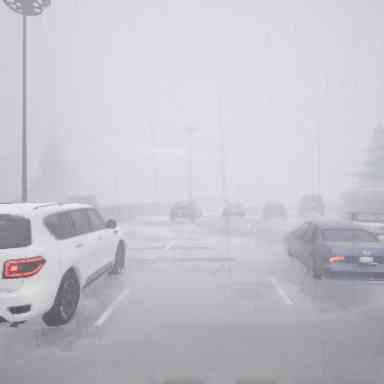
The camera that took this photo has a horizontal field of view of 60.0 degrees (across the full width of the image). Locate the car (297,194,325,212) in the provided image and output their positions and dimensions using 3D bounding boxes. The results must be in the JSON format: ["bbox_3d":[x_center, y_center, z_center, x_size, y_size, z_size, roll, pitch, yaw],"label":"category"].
[{"bbox_3d":[11.614,1.253,32.645,2.150,2.045,5.566,0,0,15],"label":"car"}]

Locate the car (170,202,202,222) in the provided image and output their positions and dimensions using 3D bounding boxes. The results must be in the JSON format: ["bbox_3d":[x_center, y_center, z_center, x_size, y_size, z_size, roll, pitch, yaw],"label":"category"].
[{"bbox_3d":[-0.434,1.519,27.103,2.128,1.511,4.902,0,0,11],"label":"car"}]

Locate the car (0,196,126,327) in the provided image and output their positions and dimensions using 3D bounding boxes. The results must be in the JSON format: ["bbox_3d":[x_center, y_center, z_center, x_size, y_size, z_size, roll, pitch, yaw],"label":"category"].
[{"bbox_3d":[-3.067,1.231,7.244,2.150,2.045,5.566,0,0,3],"label":"car"}]

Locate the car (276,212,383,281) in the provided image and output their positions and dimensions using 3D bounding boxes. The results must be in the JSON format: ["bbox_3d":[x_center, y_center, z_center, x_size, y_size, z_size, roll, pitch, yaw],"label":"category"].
[{"bbox_3d":[4.085,1.556,9.886,2.033,1.411,5.357,0,0,5],"label":"car"}]

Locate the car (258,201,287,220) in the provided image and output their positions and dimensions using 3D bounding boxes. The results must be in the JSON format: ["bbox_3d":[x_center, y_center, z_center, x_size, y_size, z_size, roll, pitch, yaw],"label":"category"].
[{"bbox_3d":[6.917,1.518,28.009,2.128,1.511,4.902,0,0,12],"label":"car"}]

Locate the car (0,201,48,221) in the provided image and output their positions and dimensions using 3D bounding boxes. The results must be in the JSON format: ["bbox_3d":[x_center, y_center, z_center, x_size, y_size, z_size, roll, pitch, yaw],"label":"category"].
[{"bbox_3d":[-14.645,1.537,28.401,1.837,1.490,4.892,0,0,12],"label":"car"}]

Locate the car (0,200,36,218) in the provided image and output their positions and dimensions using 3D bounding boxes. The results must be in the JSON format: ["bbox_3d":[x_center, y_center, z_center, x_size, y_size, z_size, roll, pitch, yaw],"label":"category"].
[{"bbox_3d":[-17.480,1.541,31.964,1.837,1.490,4.892,0,0,12],"label":"car"}]

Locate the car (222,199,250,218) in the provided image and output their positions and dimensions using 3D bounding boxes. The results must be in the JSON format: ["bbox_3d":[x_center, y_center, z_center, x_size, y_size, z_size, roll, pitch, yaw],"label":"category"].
[{"bbox_3d":[4.037,1.595,31.031,1.994,1.385,4.181,0,0,14],"label":"car"}]

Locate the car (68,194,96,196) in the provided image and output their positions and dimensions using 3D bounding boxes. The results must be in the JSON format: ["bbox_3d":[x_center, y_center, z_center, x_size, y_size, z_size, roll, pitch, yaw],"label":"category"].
[{"bbox_3d":[-10.638,1.255,30.660,2.150,2.045,5.566,0,0,12],"label":"car"}]

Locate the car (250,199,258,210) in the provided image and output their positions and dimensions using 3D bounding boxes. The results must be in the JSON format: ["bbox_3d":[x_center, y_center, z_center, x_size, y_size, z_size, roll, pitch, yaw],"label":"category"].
[{"bbox_3d":[7.456,1.567,42.918,1.812,1.442,4.674,0,0,18],"label":"car"}]

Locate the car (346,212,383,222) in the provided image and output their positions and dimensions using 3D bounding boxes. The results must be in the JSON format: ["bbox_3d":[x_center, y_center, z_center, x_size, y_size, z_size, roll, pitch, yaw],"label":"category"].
[{"bbox_3d":[8.344,1.615,16.359,1.895,1.301,4.718,0,0,7],"label":"car"}]
